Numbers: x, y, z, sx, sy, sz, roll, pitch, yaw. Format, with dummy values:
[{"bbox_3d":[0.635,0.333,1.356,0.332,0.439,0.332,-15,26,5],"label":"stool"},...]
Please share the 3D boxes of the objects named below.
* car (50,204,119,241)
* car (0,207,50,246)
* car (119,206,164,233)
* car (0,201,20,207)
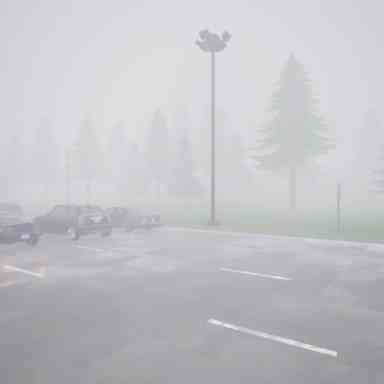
[{"bbox_3d":[-6.189,1.365,16.882,4.553,1.767,2.097,0,0,36],"label":"car"},{"bbox_3d":[-8.245,1.532,14.050,4.674,1.442,1.812,0,0,36],"label":"car"},{"bbox_3d":[-4.181,1.562,19.749,5.357,1.411,2.033,0,0,36],"label":"car"},{"bbox_3d":[-16.393,1.516,28.460,4.892,1.490,1.837,0,0,36],"label":"car"}]
